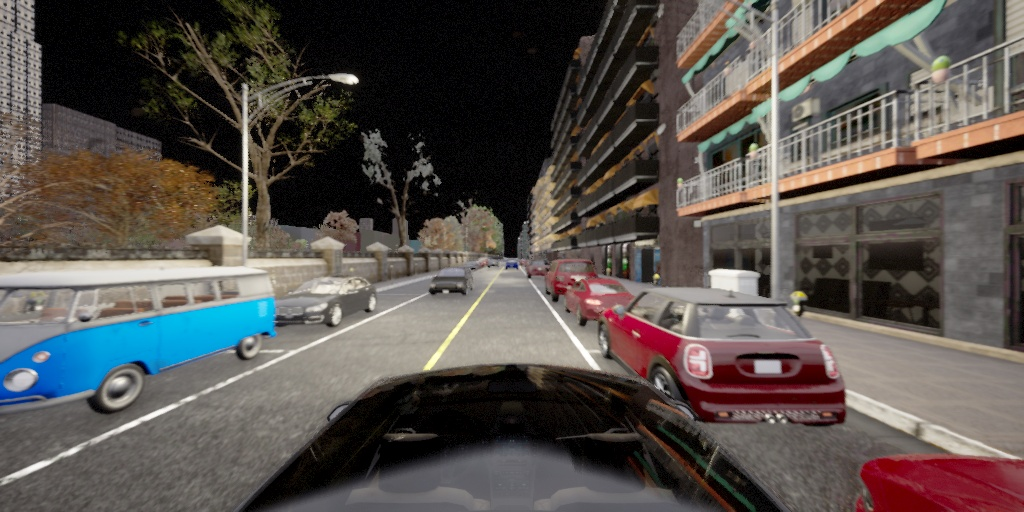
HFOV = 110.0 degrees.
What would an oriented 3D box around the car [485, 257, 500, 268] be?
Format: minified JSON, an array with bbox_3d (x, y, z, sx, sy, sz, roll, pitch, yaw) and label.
[{"bbox_3d":[-3.065,1.287,59.926,1.837,1.490,4.892,0,0,1],"label":"car"}]

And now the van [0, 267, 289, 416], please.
[{"bbox_3d":[-5.690,1.090,5.708,1.690,1.789,3.998,0,0,0],"label":"van"}]

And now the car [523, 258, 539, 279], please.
[{"bbox_3d":[2.377,1.117,32.651,2.097,1.767,4.553,0,0,0],"label":"car"}]

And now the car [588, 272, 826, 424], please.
[{"bbox_3d":[2.690,1.190,5.710,1.967,1.591,4.097,0,0,0],"label":"car"}]

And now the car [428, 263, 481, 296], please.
[{"bbox_3d":[-3.107,1.302,19.500,2.033,1.411,5.357,0,0,0],"label":"car"}]

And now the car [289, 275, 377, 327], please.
[{"bbox_3d":[-5.692,1.301,11.338,2.007,1.370,4.403,0,0,0],"label":"car"}]

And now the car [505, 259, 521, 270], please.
[{"bbox_3d":[-0.009,1.256,52.656,1.882,1.535,5.008,0,0,0],"label":"car"}]

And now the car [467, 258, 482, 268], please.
[{"bbox_3d":[-5.705,1.343,50.751,1.948,1.339,4.313,0,0,0],"label":"car"}]

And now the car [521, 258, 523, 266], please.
[{"bbox_3d":[2.676,1.323,50.753,1.888,1.381,4.507,0,0,0],"label":"car"}]

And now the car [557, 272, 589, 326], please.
[{"bbox_3d":[2.688,1.333,11.341,1.802,1.307,4.207,0,0,0],"label":"car"}]

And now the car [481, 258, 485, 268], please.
[{"bbox_3d":[-5.707,1.363,56.382,1.802,1.307,4.207,0,0,0],"label":"car"}]

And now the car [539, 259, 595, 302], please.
[{"bbox_3d":[2.686,1.069,16.970,2.192,1.841,5.009,0,0,0],"label":"car"}]
